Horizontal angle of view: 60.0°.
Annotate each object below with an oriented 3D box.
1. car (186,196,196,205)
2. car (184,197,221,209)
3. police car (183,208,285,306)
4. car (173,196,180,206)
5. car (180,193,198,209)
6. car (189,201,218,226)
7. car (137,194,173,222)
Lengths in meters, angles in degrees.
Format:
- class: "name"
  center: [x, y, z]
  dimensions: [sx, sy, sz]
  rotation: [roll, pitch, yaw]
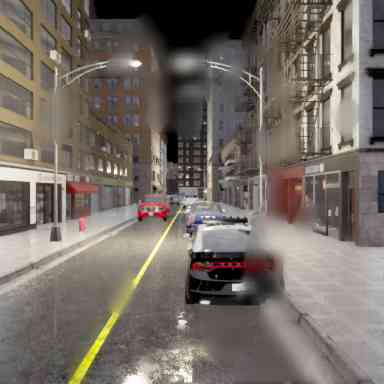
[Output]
- class: "car"
  center: [-0.193, 1.517, 60.745]
  dimensions: [1.812, 1.442, 4.674]
  rotation: [0, 0, 0]
- class: "car"
  center: [0.767, 1.347, 18.121]
  dimensions: [2.097, 1.767, 4.553]
  rotation: [0, 0, 0]
- class: "police car"
  center: [0.799, 1.424, 8.260]
  dimensions: [1.930, 1.638, 5.238]
  rotation: [0, 0, 0]
- class: "car"
  center: [-2.925, 1.496, 55.145]
  dimensions: [1.837, 1.490, 4.892]
  rotation: [0, 0, 0]
- class: "car"
  center: [-0.110, 1.212, 45.946]
  dimensions: [2.150, 2.045, 5.566]
  rotation: [0, 0, 0]
- class: "car"
  center: [0.749, 1.472, 24.150]
  dimensions: [1.882, 1.535, 5.008]
  rotation: [0, 0, 0]
- class: "car"
  center: [-2.933, 1.215, 26.492]
  dimensions: [2.150, 2.045, 5.566]
  rotation: [0, 0, 0]
